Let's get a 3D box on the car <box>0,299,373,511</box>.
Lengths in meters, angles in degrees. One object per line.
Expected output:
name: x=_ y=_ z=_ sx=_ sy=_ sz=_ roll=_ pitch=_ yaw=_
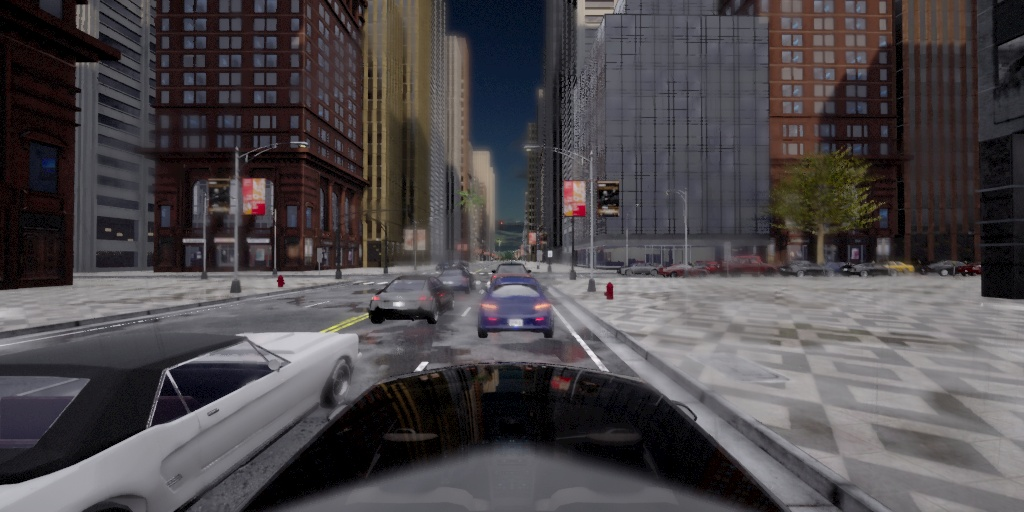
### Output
car: x=-3.156 y=1.351 z=3.228 sx=1.895 sy=1.301 sz=4.718 roll=0 pitch=0 yaw=0

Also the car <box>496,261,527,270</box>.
car: x=-0.025 y=1.134 z=19.048 sx=2.097 sy=1.767 sz=4.553 roll=0 pitch=0 yaw=0

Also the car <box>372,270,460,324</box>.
car: x=-3.166 y=1.326 z=12.051 sx=1.994 sy=1.385 sz=4.181 roll=0 pitch=0 yaw=0

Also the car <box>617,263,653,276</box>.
car: x=13.233 y=1.383 z=37.841 sx=4.181 sy=1.385 sz=1.994 roll=0 pitch=-1 yaw=-1

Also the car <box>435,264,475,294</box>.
car: x=-3.177 y=1.352 z=20.439 sx=1.994 sy=1.385 sz=4.181 roll=0 pitch=0 yaw=0

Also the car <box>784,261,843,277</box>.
car: x=26.549 y=1.274 z=32.290 sx=4.313 sy=1.339 sz=1.948 roll=0 pitch=0 yaw=-1

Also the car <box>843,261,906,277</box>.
car: x=32.186 y=1.258 z=32.385 sx=4.313 sy=1.339 sz=1.948 roll=0 pitch=0 yaw=-1

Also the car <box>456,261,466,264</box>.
car: x=-9.905 y=1.542 z=63.068 sx=2.128 sy=1.511 sz=4.902 roll=0 pitch=0 yaw=0

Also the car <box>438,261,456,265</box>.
car: x=-9.914 y=1.542 z=52.783 sx=1.994 sy=1.385 sz=4.181 roll=0 pitch=0 yaw=0

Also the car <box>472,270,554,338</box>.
car: x=0.093 y=1.284 z=10.062 sx=1.812 sy=1.442 sz=4.674 roll=0 pitch=0 yaw=0

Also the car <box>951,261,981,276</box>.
car: x=43.462 y=1.212 z=32.577 sx=4.507 sy=1.381 sz=1.888 roll=0 pitch=0 yaw=-1

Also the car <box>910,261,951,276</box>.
car: x=42.752 y=1.204 z=35.190 sx=4.892 sy=1.490 sz=1.837 roll=0 pitch=-1 yaw=-1

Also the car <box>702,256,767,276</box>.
car: x=23.530 y=1.008 z=38.021 sx=5.566 sy=2.045 sz=2.150 roll=0 pitch=-1 yaw=-1

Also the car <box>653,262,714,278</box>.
car: x=15.273 y=1.325 z=32.099 sx=4.207 sy=1.307 sz=1.802 roll=0 pitch=0 yaw=-1

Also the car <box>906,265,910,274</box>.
car: x=43.153 y=1.293 z=41.097 sx=4.829 sy=1.417 sz=1.751 roll=0 pitch=0 yaw=-1

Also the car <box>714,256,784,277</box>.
car: x=20.912 y=1.039 z=32.194 sx=5.009 sy=1.841 sz=2.192 roll=0 pitch=0 yaw=-1
